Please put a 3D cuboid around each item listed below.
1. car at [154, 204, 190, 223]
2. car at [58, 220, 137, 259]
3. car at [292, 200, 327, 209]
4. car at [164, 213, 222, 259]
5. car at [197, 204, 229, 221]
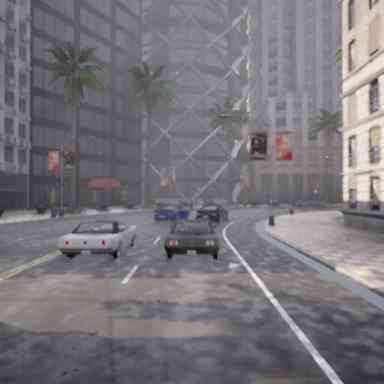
[{"bbox_3d":[-1.615,1.783,28.626,1.882,1.535,5.008,0,0,17],"label":"car"},{"bbox_3d":[-3.455,1.743,13.234,1.895,1.301,4.718,0,-1,1],"label":"car"},{"bbox_3d":[20.886,2.167,58.150,5.357,1.411,2.033,0,-1,-19],"label":"car"},{"bbox_3d":[0.044,1.743,13.239,1.895,1.301,4.718,0,-1,1],"label":"car"},{"bbox_3d":[1.807,1.775,27.866,1.882,1.535,5.008,0,0,17],"label":"car"}]
